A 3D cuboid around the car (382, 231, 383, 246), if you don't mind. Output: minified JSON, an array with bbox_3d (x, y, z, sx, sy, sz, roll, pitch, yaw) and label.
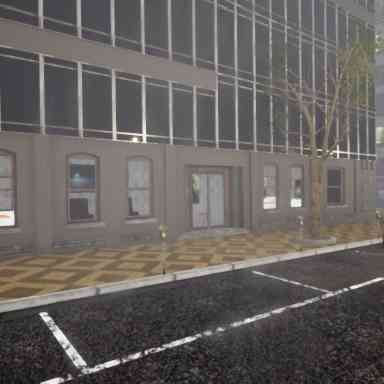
[{"bbox_3d":[9.365,1.436,13.280,4.097,1.590,1.967,0,-1,-36],"label":"car"}]
